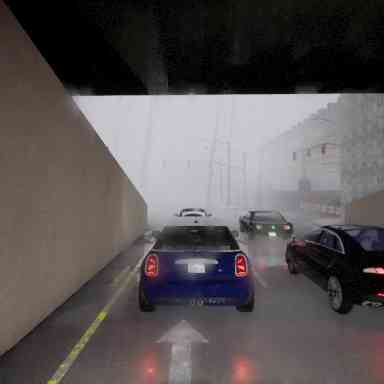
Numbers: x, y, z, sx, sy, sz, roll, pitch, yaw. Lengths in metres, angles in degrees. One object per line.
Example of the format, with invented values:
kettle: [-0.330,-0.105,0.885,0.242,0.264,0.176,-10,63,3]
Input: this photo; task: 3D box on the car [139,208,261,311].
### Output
car: [0.082,1.352,7.910,2.097,1.767,4.553,0,0,0]

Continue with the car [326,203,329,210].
car: [17.507,1.453,39.360,2.038,1.542,4.974,0,0,45]

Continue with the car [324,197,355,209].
car: [17.543,1.295,39.397,1.853,1.218,4.536,0,0,45]

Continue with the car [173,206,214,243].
car: [0.065,1.526,16.961,1.812,1.442,4.674,0,0,0]

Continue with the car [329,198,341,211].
car: [17.406,1.453,34.753,2.038,1.542,4.974,0,0,-35]

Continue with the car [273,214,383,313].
car: [3.581,1.492,7.644,2.128,1.511,4.902,0,0,0]

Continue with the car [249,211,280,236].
car: [3.587,1.601,16.970,1.895,1.301,4.718,0,0,0]
